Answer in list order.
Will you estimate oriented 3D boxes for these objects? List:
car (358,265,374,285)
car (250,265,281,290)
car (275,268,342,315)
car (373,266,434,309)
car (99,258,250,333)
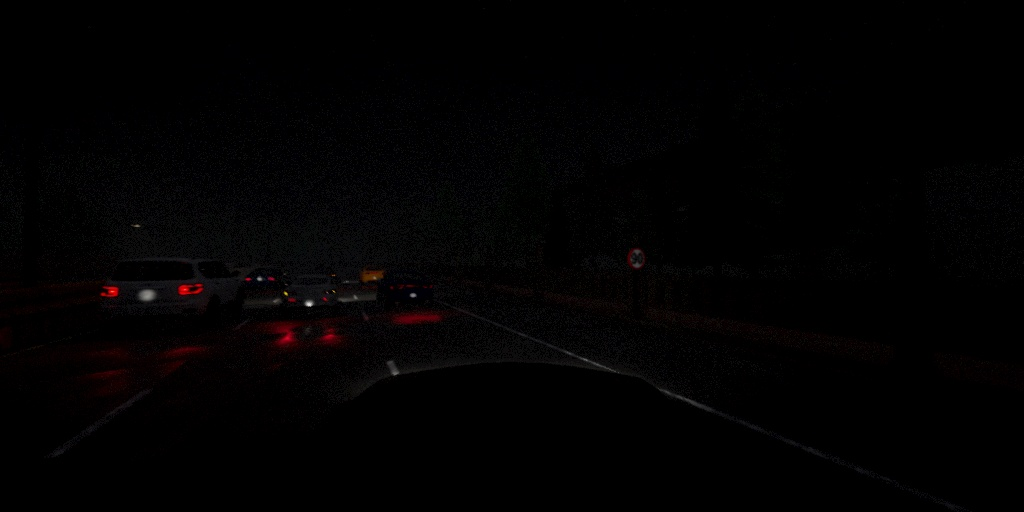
[{"bbox_3d":[-11.524,1.518,29.586,1.882,1.535,5.008,0,0,-26],"label":"car"},{"bbox_3d":[-17.061,1.533,24.948,2.033,1.411,5.357,0,-1,-26],"label":"car"},{"bbox_3d":[-7.893,1.404,14.276,1.812,1.442,4.674,0,0,-26],"label":"car"},{"bbox_3d":[-4.903,1.379,16.133,1.882,1.535,5.008,0,0,-26],"label":"car"},{"bbox_3d":[-10.464,1.071,11.549,2.150,2.045,5.566,0,0,-26],"label":"car"}]
